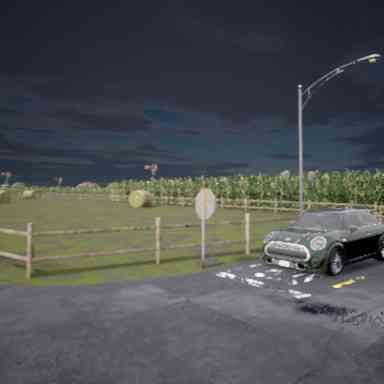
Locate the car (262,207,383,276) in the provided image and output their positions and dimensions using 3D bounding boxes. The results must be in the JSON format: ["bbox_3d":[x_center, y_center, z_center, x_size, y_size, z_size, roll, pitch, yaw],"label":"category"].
[{"bbox_3d":[4.232,1.323,10.362,4.553,1.767,2.097,0,0,-38],"label":"car"}]
